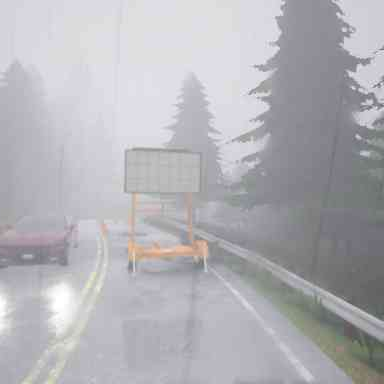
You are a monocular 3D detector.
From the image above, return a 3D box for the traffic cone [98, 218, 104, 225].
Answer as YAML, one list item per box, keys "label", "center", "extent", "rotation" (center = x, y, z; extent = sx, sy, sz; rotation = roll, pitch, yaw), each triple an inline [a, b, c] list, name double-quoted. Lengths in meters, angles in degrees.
- label: "traffic cone"
  center: [-4.950, 1.880, 18.597]
  extent: [0.340, 0.580, 0.340]
  rotation: [2, 0, -17]

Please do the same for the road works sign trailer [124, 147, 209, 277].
- label: "road works sign trailer"
  center: [-0.935, 0.453, 10.386]
  extent: [2.380, 3.560, 2.880]
  rotation: [1, 0, -17]

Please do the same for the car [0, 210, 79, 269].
- label: "car"
  center: [-4.919, 1.402, 11.163]
  extent: [1.882, 1.535, 5.008]
  rotation: [1, 0, -14]

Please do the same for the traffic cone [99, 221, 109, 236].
- label: "traffic cone"
  center: [-4.352, 1.890, 16.691]
  extent: [0.340, 0.580, 0.340]
  rotation: [1, 0, -17]
